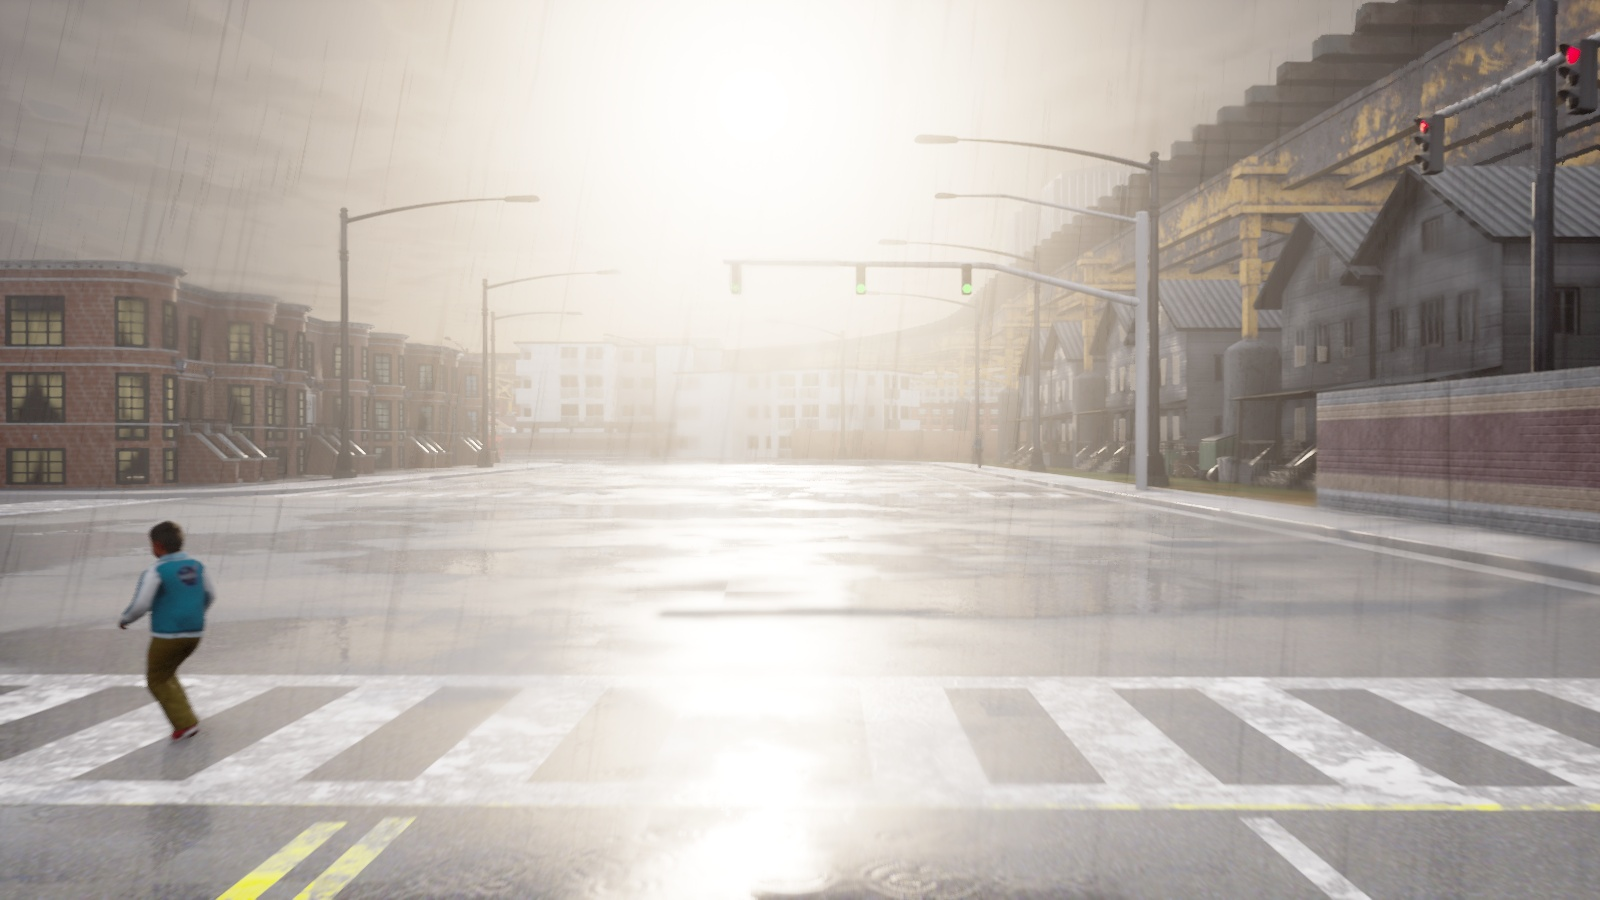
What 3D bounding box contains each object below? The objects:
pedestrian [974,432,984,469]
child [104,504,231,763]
[{"bbox_3d":[9.330,0.040,65.550,0.396,1.930,0.692,0,0,-2],"label":"pedestrian"},{"bbox_3d":[-3.093,0.874,6.150,0.448,1.192,0.343,0,0,22],"label":"child"}]
